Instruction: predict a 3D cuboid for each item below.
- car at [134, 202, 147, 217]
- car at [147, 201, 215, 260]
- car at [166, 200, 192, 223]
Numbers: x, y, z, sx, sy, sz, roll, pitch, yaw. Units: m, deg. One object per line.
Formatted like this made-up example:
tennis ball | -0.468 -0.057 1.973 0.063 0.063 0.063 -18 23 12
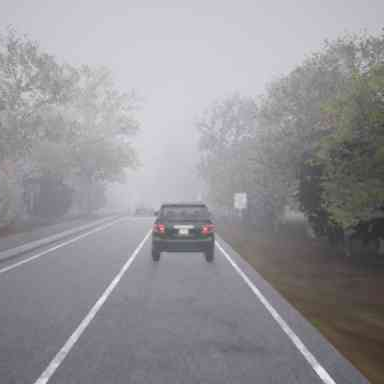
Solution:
car | -5.129 1.883 36.308 1.837 1.490 4.892 1 -1 -3
car | -0.371 1.381 13.216 2.150 2.045 5.566 1 -1 -2
car | -1.134 1.676 29.530 2.097 1.767 4.553 1 -1 -2
